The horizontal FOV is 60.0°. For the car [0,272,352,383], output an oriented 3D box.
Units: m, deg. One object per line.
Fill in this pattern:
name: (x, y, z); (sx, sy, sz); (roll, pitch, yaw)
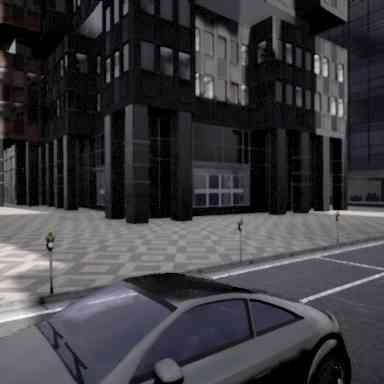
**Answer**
car: (-0.357, 1.561, 3.095); (4.181, 1.385, 1.994); (0, 0, -37)
